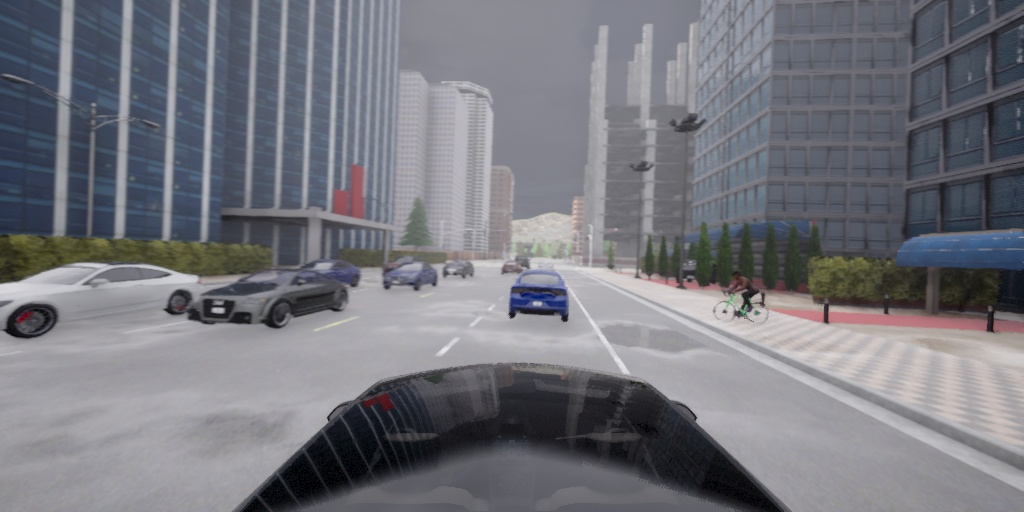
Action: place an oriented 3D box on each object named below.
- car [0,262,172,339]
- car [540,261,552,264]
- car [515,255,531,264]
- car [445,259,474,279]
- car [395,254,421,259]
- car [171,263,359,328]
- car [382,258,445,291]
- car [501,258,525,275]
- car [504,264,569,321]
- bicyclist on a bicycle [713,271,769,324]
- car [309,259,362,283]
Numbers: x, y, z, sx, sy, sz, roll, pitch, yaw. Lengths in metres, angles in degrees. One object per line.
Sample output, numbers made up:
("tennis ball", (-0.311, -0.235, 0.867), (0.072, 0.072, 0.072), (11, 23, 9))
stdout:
("car", (-10.123, 0.873, 8.704), (1.812, 1.442, 4.674), (2, 0, 6))
("car", (3.947, 1.364, 42.088), (1.812, 1.442, 4.674), (2, 0, 6))
("car", (1.464, 0.947, 52.369), (2.150, 2.045, 5.566), (2, 0, 6))
("car", (-4.443, 1.024, 30.254), (2.128, 1.511, 4.902), (2, 0, 6))
("car", (-8.206, 0.743, 27.777), (2.097, 1.767, 4.553), (2, 0, 6))
("car", (-6.469, 1.050, 10.114), (1.994, 1.385, 4.181), (2, 0, 6))
("car", (-5.478, 1.034, 19.984), (1.812, 1.442, 4.674), (2, 0, 6))
("car", (-0.006, 1.218, 37.683), (1.812, 1.442, 4.674), (2, 0, 6))
("car", (1.012, 1.248, 12.919), (1.882, 1.535, 5.008), (2, 0, 6))
("bicyclist on a bicycle", (7.198, 1.313, 11.251), (1.656, 1.620, 0.582), (2, 0, 6))
("car", (-9.220, 0.893, 17.742), (1.812, 1.442, 4.674), (2, 0, 6))
